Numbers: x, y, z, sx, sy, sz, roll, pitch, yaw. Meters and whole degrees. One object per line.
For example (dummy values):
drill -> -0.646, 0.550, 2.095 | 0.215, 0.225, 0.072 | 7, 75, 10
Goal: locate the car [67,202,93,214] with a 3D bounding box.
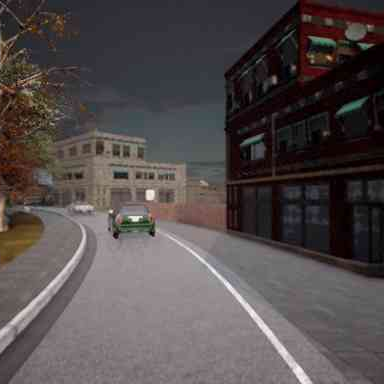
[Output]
car -> -12.686, 1.727, 37.505 | 1.895, 1.301, 4.718 | 0, 0, -31

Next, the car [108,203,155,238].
car -> -3.428, 1.382, 18.275 | 2.097, 1.767, 4.553 | 0, 0, -18
